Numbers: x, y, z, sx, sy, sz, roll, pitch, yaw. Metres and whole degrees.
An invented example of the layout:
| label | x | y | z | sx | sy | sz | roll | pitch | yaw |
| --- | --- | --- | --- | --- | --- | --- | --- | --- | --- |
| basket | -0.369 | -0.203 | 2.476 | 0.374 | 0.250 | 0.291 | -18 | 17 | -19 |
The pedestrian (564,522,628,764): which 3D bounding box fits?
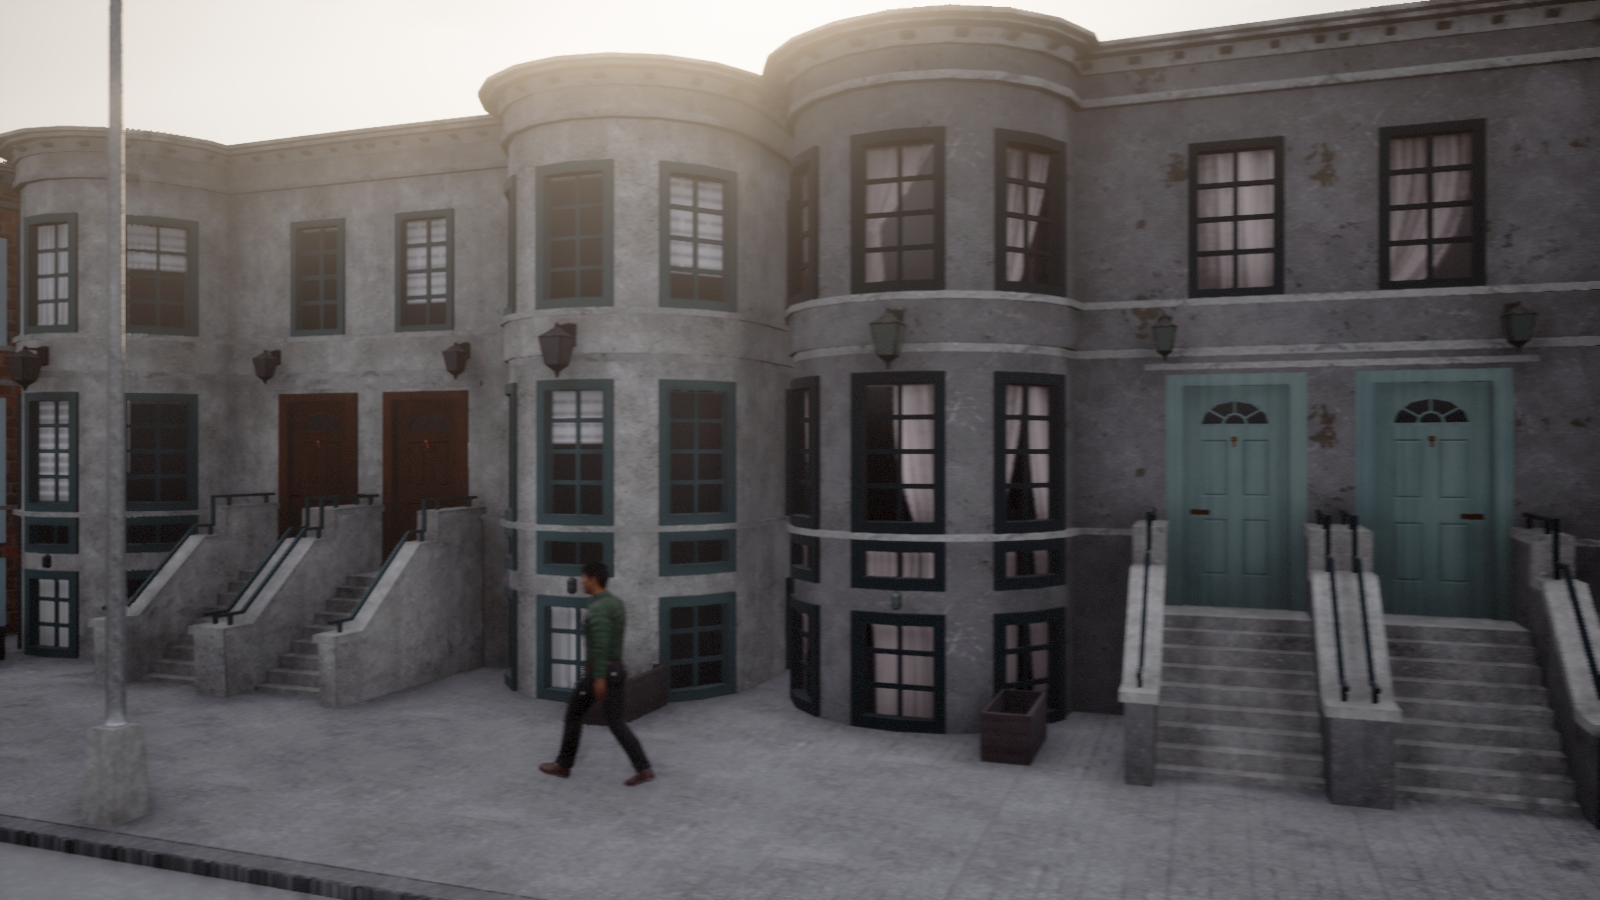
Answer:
| label | x | y | z | sx | sy | sz | roll | pitch | yaw |
| --- | --- | --- | --- | --- | --- | --- | --- | --- | --- |
| pedestrian | -1.631 | 1.526 | 9.162 | 0.375 | 1.860 | 0.375 | 0 | 0 | 18 |
